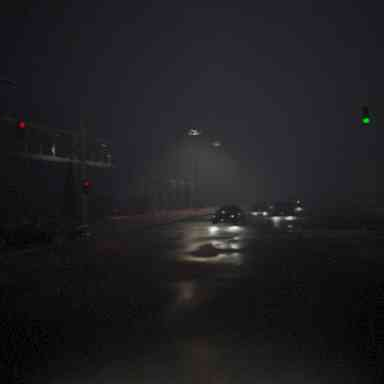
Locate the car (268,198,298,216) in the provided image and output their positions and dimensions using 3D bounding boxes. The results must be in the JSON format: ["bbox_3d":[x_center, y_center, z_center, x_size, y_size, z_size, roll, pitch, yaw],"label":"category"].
[{"bbox_3d":[9.296,1.620,33.611,2.033,1.411,5.357,-2,-1,20],"label":"car"}]

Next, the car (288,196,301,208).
[{"bbox_3d":[15.119,1.408,49.774,2.097,1.767,4.553,-2,-1,20],"label":"car"}]

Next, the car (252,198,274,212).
[{"bbox_3d":[8.995,1.748,42.834,2.033,1.411,5.357,-2,-1,20],"label":"car"}]

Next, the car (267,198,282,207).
[{"bbox_3d":[14.234,1.751,57.494,1.994,1.385,4.181,-2,-1,20],"label":"car"}]

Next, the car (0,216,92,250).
[{"bbox_3d":[-7.563,1.988,16.706,4.902,1.511,2.128,-2,0,4],"label":"car"}]

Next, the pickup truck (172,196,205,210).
[{"bbox_3d":[-0.767,1.775,54.522,6.274,2.098,2.390,-2,-1,-40],"label":"pickup truck"}]

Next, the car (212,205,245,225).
[{"bbox_3d":[2.948,1.746,26.266,1.812,1.442,4.674,-2,-1,20],"label":"car"}]
